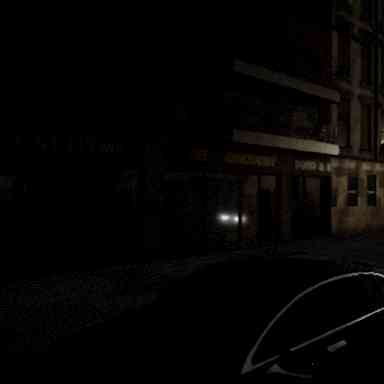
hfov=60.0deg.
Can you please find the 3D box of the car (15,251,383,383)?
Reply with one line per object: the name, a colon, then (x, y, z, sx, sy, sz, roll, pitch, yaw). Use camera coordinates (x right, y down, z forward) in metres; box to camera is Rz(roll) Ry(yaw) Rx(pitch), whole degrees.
car: (0.790, 1.506, 3.557, 4.892, 1.490, 1.837, 0, 0, -33)
